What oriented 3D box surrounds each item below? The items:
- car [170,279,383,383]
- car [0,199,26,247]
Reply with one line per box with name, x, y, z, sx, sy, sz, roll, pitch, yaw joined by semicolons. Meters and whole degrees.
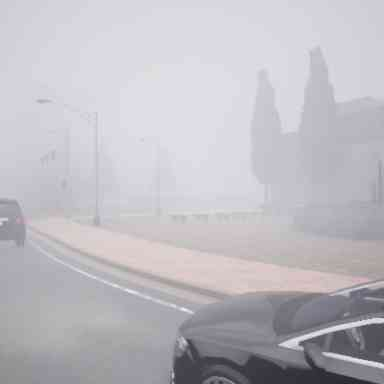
car;2.014;1.491;2.708;4.902;1.511;2.128;-1;0;36
car;-9.031;1.327;14.927;2.150;2.045;5.566;0;0;-37
